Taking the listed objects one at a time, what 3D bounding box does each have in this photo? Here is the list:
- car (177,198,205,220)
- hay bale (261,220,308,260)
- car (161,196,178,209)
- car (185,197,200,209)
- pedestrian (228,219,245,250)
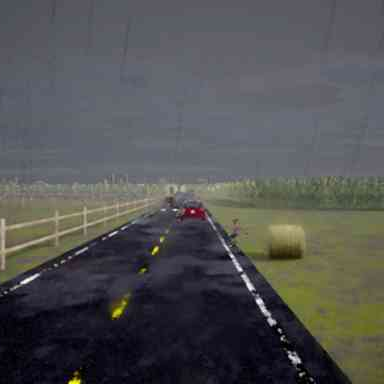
[{"bbox_3d":[0.065,1.465,27.410,1.994,1.385,4.181,0,0,0],"label":"car"},{"bbox_3d":[3.131,1.617,11.420,1.220,1.180,1.240,1,1,0],"label":"hay bale"},{"bbox_3d":[-2.838,1.338,42.451,1.837,1.490,4.892,0,0,0],"label":"car"},{"bbox_3d":[0.082,1.424,44.027,1.895,1.301,4.718,0,0,0],"label":"car"},{"bbox_3d":[1.656,1.252,12.513,0.375,1.860,0.375,-1,1,-1],"label":"pedestrian"}]
